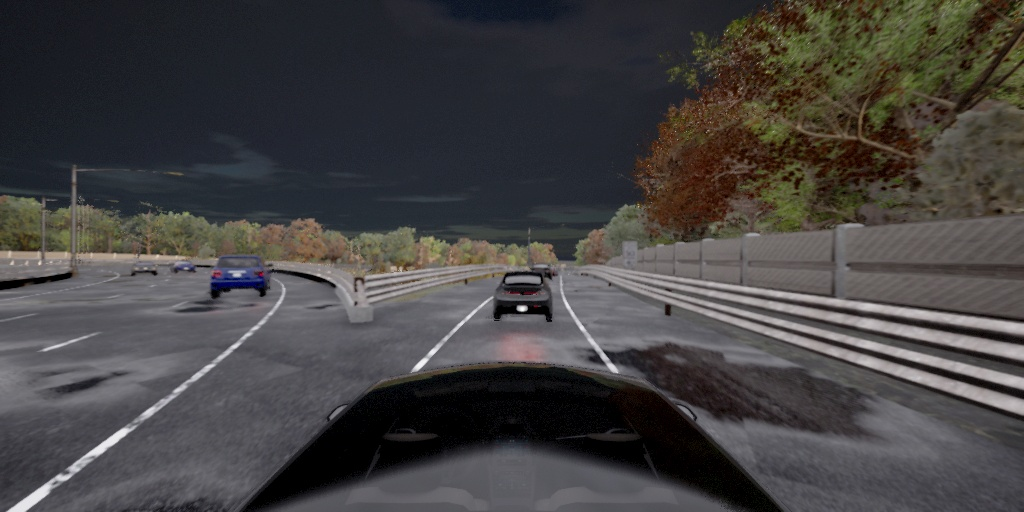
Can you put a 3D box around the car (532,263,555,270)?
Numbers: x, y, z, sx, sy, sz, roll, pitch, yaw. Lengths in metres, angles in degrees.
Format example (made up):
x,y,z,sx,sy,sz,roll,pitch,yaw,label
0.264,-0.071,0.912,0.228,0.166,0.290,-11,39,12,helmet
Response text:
x,y,z,sx,sy,sz,roll,pitch,yaw,label
2.687,1.383,32.727,1.882,1.535,5.008,0,-1,8,car

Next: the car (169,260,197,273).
x,y,z,sx,sy,sz,roll,pitch,yaw,label
-39.501,1.252,43.032,4.674,1.442,1.812,0,0,41,car

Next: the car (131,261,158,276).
x,y,z,sx,sy,sz,roll,pitch,yaw,label
-38.233,1.262,37.302,5.357,1.411,2.033,0,0,43,car

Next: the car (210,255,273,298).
x,y,z,sx,sy,sz,roll,pitch,yaw,label
-14.032,0.970,18.817,2.150,2.045,5.566,0,0,-31,car

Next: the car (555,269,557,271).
x,y,z,sx,sy,sz,roll,pitch,yaw,label
4.239,1.796,44.232,1.994,1.385,4.181,0,-2,7,car

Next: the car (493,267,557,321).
x,y,z,sx,sy,sz,roll,pitch,yaw,label
0.430,1.285,12.655,1.837,1.490,4.892,0,-1,3,car
